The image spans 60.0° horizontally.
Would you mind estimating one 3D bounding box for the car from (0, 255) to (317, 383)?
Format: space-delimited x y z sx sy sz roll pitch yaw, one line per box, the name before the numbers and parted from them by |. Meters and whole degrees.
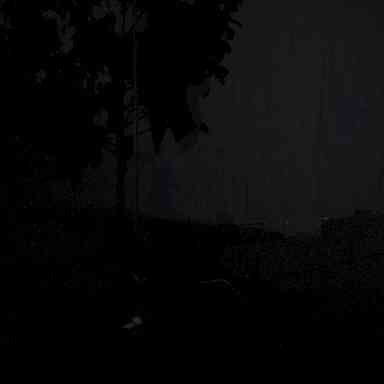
car | -0.595 1.601 4.179 4.718 1.301 1.895 0 0 -35
